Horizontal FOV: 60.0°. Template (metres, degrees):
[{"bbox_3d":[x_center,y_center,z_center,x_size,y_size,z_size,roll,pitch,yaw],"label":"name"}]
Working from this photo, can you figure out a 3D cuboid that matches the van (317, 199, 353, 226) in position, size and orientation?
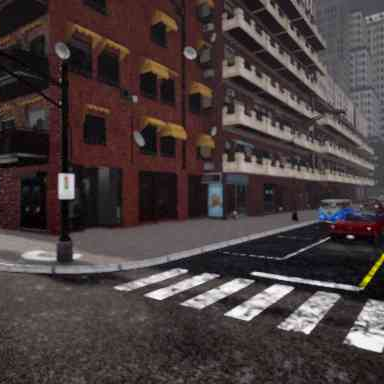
[{"bbox_3d":[9.990,1.384,23.031,1.690,1.788,3.998,0,0,36],"label":"van"}]

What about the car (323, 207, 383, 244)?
[{"bbox_3d":[8.096,1.624,16.150,1.895,1.301,4.718,0,0,36],"label":"car"}]

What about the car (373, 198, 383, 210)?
[{"bbox_3d":[26.099,1.587,45.544,1.752,1.417,4.829,0,0,36],"label":"car"}]

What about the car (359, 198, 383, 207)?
[{"bbox_3d":[19.715,1.493,36.622,1.967,1.590,4.097,0,0,36],"label":"car"}]

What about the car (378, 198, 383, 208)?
[{"bbox_3d":[29.440,1.633,50.212,1.947,1.339,4.313,0,0,36],"label":"car"}]
